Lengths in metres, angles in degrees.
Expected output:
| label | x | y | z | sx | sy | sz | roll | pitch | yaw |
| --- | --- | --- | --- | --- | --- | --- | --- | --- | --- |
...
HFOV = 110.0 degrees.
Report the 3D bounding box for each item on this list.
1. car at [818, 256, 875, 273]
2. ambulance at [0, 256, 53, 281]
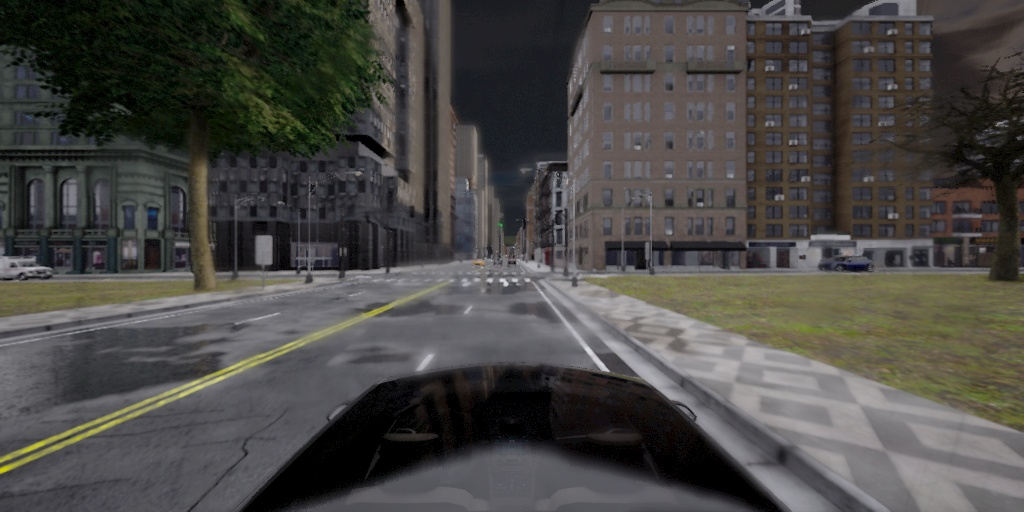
| label | x | y | z | sx | sy | sz | roll | pitch | yaw |
| --- | --- | --- | --- | --- | --- | --- | --- | --- | --- |
| car | 34.897 | 0.819 | 37.509 | 4.553 | 1.767 | 2.097 | 0 | 0 | 0 |
| ambulance | -48.638 | 1.247 | 34.745 | 6.366 | 2.431 | 2.351 | -1 | 0 | 0 |
